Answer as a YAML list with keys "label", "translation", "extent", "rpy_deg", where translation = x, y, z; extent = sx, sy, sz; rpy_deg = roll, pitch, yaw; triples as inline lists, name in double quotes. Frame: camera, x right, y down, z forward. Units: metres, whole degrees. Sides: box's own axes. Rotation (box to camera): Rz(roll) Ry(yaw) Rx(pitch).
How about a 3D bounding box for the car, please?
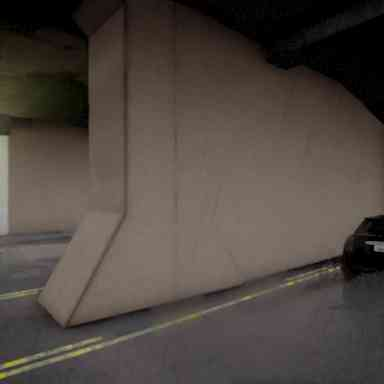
- label: "car"
  translation: [6.150, 1.383, 9.365]
  extent: [4.553, 1.767, 2.097]
  rpy_deg: [0, 0, -41]
